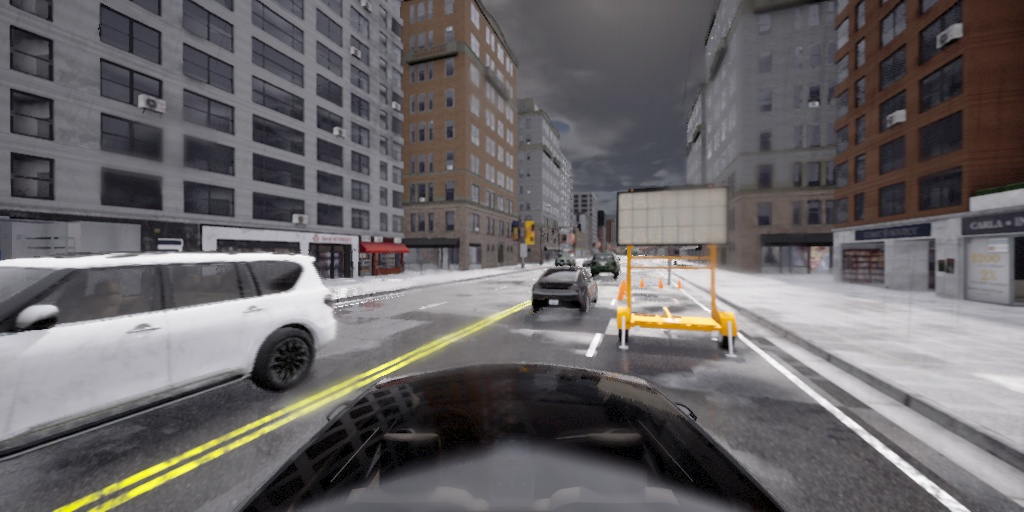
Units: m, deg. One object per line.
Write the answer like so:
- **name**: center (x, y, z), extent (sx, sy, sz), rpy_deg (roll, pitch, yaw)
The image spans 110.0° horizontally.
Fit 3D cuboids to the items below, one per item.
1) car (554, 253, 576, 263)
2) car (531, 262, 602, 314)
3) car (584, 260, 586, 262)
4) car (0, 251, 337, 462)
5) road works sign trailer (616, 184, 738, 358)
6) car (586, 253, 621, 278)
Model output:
- **car**: center (7.384, 0.617, 49.217), extent (2.150, 2.045, 5.566), rpy_deg (0, 0, 19)
- **car**: center (2.084, 1.164, 13.410), extent (1.837, 1.490, 4.892), rpy_deg (0, 0, 19)
- **car**: center (10.913, 0.976, 49.452), extent (1.994, 1.385, 4.181), rpy_deg (0, 0, 19)
- **car**: center (-4.745, 0.962, 4.142), extent (2.150, 2.045, 5.566), rpy_deg (0, 0, 19)
- **road works sign trailer**: center (3.760, 0.156, 8.588), extent (2.380, 3.560, 2.880), rpy_deg (0, 0, 19)
- **car**: center (8.029, 0.742, 30.727), extent (2.150, 2.045, 5.566), rpy_deg (0, 0, 19)
